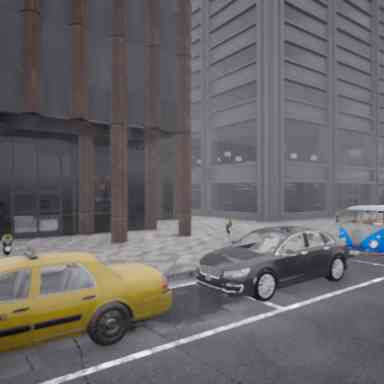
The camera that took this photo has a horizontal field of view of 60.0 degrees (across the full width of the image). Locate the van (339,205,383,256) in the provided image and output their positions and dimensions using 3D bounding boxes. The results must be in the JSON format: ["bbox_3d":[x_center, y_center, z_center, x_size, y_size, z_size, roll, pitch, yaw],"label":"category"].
[{"bbox_3d":[6.711,1.332,11.442,3.998,1.788,1.690,0,0,-36],"label":"van"}]

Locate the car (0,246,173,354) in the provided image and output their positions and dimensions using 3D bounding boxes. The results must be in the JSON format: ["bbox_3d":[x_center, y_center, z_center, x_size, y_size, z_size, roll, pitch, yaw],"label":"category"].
[{"bbox_3d":[-2.604,1.525,4.795,4.829,1.417,1.752,0,0,-36],"label":"car"}]

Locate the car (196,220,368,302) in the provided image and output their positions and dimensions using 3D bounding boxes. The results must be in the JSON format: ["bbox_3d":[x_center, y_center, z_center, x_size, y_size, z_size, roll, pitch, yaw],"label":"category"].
[{"bbox_3d":[2.123,1.545,8.167,4.403,1.369,2.008,0,0,-36],"label":"car"}]
